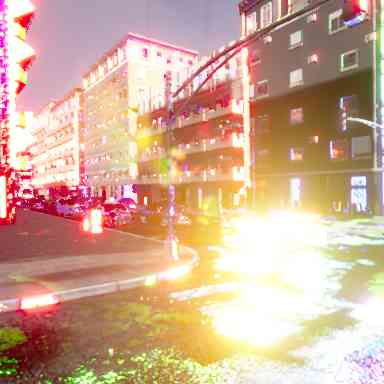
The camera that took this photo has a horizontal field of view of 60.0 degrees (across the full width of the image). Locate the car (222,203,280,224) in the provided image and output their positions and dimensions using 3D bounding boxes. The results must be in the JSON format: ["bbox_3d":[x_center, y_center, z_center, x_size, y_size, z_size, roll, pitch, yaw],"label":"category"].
[{"bbox_3d":[4.216,1.487,24.594,1.752,1.417,4.829,-1,1,-36],"label":"car"}]

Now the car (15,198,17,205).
[{"bbox_3d":[-31.571,1.777,59.999,1.887,1.381,4.507,-1,1,-36],"label":"car"}]

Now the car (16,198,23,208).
[{"bbox_3d":[-25.107,1.764,51.013,1.947,1.339,4.313,-1,1,-36],"label":"car"}]

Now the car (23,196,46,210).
[{"bbox_3d":[-21.878,1.622,46.520,1.967,1.590,4.097,-1,1,-36],"label":"car"}]

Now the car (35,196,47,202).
[{"bbox_3d":[-37.694,1.717,82.863,1.887,1.381,4.507,-1,1,-36],"label":"car"}]

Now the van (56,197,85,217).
[{"bbox_3d":[-12.185,1.477,33.040,1.690,1.788,3.998,-1,1,-36],"label":"van"}]

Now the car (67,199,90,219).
[{"bbox_3d":[-8.851,1.646,28.411,1.752,1.417,4.829,-1,1,-36],"label":"car"}]

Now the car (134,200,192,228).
[{"bbox_3d":[-1.913,1.563,23.199,1.837,1.490,4.892,-1,1,-36],"label":"car"}]

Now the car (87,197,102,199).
[{"bbox_3d":[-15.075,1.491,51.412,1.967,1.590,4.097,-1,1,-36],"label":"car"}]

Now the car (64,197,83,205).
[{"bbox_3d":[-21.537,1.634,60.399,2.008,1.369,4.403,-1,1,-36],"label":"car"}]

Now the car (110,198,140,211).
[{"bbox_3d":[-8.610,1.570,42.427,2.008,1.369,4.403,-1,1,-36],"label":"car"}]

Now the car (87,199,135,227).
[{"bbox_3d":[-5.720,1.547,24.057,1.967,1.590,4.097,-1,1,-36],"label":"car"}]

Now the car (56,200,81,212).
[{"bbox_3d":[-15.897,1.723,42.701,1.895,1.301,4.718,-1,0,-35],"label":"car"}]

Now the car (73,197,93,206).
[{"bbox_3d":[-18.305,1.633,55.906,1.947,1.339,4.313,-1,1,-36],"label":"car"}]
